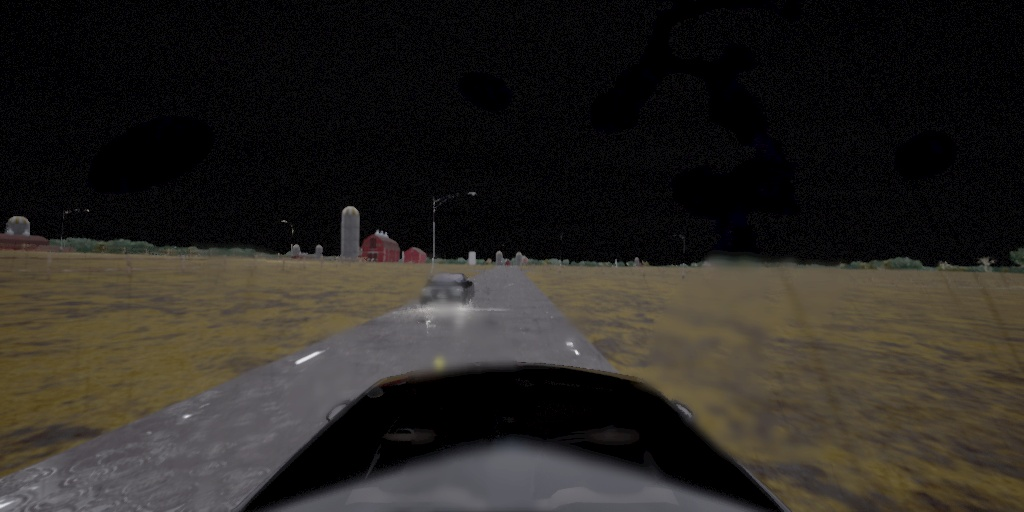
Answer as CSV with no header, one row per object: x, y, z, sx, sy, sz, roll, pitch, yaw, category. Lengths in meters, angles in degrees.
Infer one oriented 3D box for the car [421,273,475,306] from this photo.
-2.853,1.483,16.734,1.994,1.385,4.181,0,-1,0,car
